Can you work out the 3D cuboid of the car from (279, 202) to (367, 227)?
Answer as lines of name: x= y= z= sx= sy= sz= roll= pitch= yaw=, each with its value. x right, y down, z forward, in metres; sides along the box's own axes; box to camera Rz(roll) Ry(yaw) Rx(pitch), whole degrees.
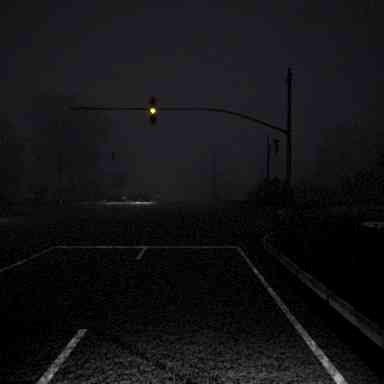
car: x=7.658 y=1.280 z=19.810 sx=4.718 sy=1.301 sz=1.895 roll=0 pitch=1 yaw=10

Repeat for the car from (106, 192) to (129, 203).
car: x=-10.592 y=0.743 z=46.688 sx=2.033 sy=1.411 sz=5.357 roll=0 pitch=0 yaw=0

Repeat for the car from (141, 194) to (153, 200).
car: x=-10.490 y=1.174 z=77.240 sx=2.033 sy=1.411 sz=5.357 roll=0 pitch=-2 yaw=0

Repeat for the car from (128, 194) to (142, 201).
car: x=-10.550 y=1.058 z=61.823 sx=1.895 sy=1.301 sz=4.718 roll=0 pitch=-2 yaw=0

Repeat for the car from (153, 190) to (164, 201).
car: x=-7.048 y=0.690 z=62.191 sx=2.150 sy=2.045 sz=5.566 roll=0 pitch=-2 yaw=0

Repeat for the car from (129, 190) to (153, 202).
car: x=-7.090 y=0.759 z=46.769 sx=1.994 sy=1.385 sz=4.181 roll=0 pitch=0 yaw=0

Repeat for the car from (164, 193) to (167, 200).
car: x=-6.990 y=0.975 z=77.560 sx=2.097 sy=1.767 sz=4.553 roll=0 pitch=-2 yaw=0
